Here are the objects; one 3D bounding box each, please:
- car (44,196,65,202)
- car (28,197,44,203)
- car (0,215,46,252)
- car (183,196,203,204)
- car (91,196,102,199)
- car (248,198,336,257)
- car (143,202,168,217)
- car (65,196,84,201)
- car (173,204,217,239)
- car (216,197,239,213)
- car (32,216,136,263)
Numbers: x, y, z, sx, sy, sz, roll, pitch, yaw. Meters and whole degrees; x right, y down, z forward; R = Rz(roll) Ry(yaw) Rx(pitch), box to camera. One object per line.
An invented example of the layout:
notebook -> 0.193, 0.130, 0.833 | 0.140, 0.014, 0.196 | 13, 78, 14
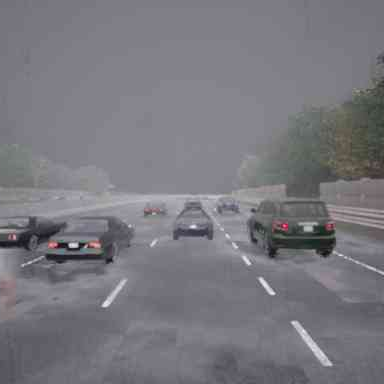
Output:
car -> -24.289, 1.486, 60.090 | 1.812, 1.442, 4.674 | 0, 0, 1
car -> -27.787, 1.525, 60.029 | 1.994, 1.385, 4.181 | 0, 0, 1
car -> -6.849, 1.621, 13.879 | 1.895, 1.301, 4.718 | 0, 0, 0
car -> 0.133, 1.462, 36.146 | 1.837, 1.490, 4.892 | 0, 0, 0
car -> -17.289, 1.499, 60.183 | 2.033, 1.411, 5.357 | 0, 0, 1
car -> 3.648, 1.227, 13.097 | 2.150, 2.045, 5.566 | 0, 0, 0
car -> -3.286, 1.580, 31.082 | 1.895, 1.301, 4.718 | 0, 0, 0
car -> -20.792, 1.481, 60.148 | 1.812, 1.442, 4.674 | 0, 0, 1
car -> 0.064, 1.571, 17.401 | 1.994, 1.385, 4.181 | 0, 0, 0
car -> 3.732, 1.303, 35.855 | 2.097, 1.767, 4.553 | 0, 0, 0
car -> -3.357, 1.562, 11.950 | 2.033, 1.411, 5.357 | 0, 0, 0
